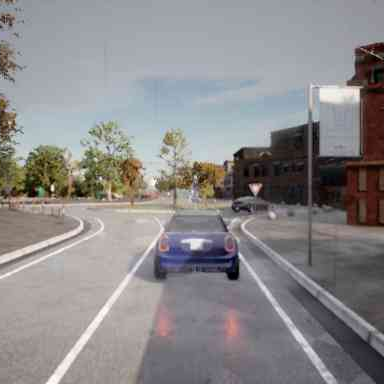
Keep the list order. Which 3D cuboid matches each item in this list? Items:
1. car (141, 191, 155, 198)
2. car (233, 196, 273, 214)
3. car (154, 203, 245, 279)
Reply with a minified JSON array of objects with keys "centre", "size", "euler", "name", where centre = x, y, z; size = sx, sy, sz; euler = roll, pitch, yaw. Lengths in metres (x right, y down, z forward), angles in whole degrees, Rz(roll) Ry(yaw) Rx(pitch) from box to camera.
[{"centre":[-12.044,0.919,91.676],"size":[4.553,1.767,2.185],"euler":[0,-1,-2],"name":"car"},{"centre":[5.586,1.187,30.527],"size":[1.837,1.490,4.892],"euler":[-1,-1,43],"name":"car"},{"centre":[0.116,1.275,9.959],"size":[2.097,1.767,4.553],"euler":[0,0,0],"name":"car"}]
